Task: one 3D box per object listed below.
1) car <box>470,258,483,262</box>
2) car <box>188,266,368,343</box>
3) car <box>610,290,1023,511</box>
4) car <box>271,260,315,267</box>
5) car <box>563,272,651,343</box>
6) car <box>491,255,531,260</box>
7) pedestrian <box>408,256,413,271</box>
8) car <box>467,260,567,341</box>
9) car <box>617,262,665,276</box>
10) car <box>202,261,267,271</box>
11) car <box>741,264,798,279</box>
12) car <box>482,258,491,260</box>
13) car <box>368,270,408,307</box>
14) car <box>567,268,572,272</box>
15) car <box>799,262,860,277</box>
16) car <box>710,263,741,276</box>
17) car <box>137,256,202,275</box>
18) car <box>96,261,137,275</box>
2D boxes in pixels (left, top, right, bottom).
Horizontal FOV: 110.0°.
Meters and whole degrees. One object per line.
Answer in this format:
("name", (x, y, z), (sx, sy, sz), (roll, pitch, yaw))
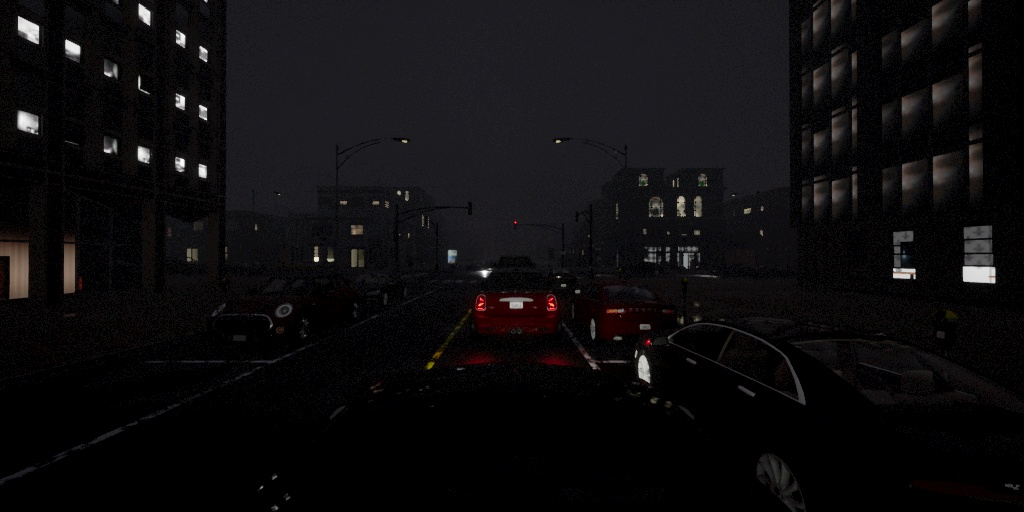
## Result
("car", (-5.721, 1.338, 53.254), (1.802, 1.307, 4.207), (0, 0, 0))
("car", (-5.695, 1.190, 9.483), (1.967, 1.591, 4.097), (0, 0, 0))
("car", (2.689, 1.301, 3.779), (2.007, 1.370, 4.403), (0, 0, 0))
("car", (-25.478, 1.198, 41.624), (4.829, 1.417, 1.751), (0, 0, 1))
("car", (2.686, 1.296, 9.471), (1.888, 1.381, 4.507), (0, 0, 0))
("car", (0.109, 0.973, 20.169), (2.150, 2.045, 5.566), (0, 0, -1))
("pedestrian", (-12.577, 0.885, 44.383), (0.375, 1.860, 0.375), (0, -1, 1))
("car", (0.094, 1.103, 10.016), (2.097, 1.767, 4.553), (0, 0, 0))
("car", (13.763, 1.339, 38.448), (4.892, 1.490, 1.837), (0, 0, 1))
("car", (-25.434, 1.177, 33.242), (4.403, 1.370, 2.007), (0, 0, 1))
("car", (23.624, 1.433, 32.481), (4.207, 1.307, 1.802), (0, 0, 1))
("car", (-3.103, 1.357, 52.111), (1.895, 1.301, 4.718), (0, 0, -1))
("car", (-5.698, 1.302, 15.176), (2.007, 1.370, 4.403), (0, 0, 0))
("car", (2.679, 1.302, 20.855), (2.007, 1.370, 4.403), (0, 0, 0))
("car", (33.702, 1.436, 38.152), (4.892, 1.490, 1.837), (0, 0, 1))
("car", (23.610, 1.446, 38.303), (4.181, 1.385, 1.994), (0, 0, 2))
("car", (-30.971, 0.918, 33.324), (5.009, 1.841, 2.192), (0, 0, 1))
("car", (-36.507, 1.131, 33.406), (4.403, 1.370, 2.007), (0, 0, 1))
